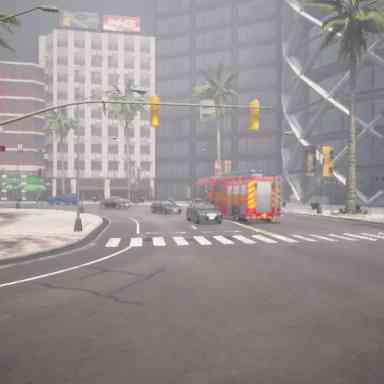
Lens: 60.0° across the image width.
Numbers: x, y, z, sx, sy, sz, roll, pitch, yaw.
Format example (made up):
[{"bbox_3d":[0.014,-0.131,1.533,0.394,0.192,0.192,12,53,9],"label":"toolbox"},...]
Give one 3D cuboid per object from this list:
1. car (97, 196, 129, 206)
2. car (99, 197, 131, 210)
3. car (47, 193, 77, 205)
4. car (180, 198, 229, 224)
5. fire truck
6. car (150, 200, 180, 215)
[{"bbox_3d":[-12.723,1.478,53.681,5.008,1.535,1.882,0,0,28],"label":"car"},{"bbox_3d":[-9.919,1.490,43.131,4.902,1.511,2.128,0,0,40],"label":"car"},{"bbox_3d":[-22.336,1.221,57.786,5.566,2.045,2.150,0,0,16],"label":"car"},{"bbox_3d":[0.814,1.492,24.890,2.128,1.511,4.902,0,0,-13],"label":"car"},{"bbox_3d":[3.871,0.342,27.353,2.891,3.827,8.468,1,0,-18],"label":"fire truck"},{"bbox_3d":[-2.798,1.526,34.497,1.812,1.442,4.674,0,0,-31],"label":"car"}]
